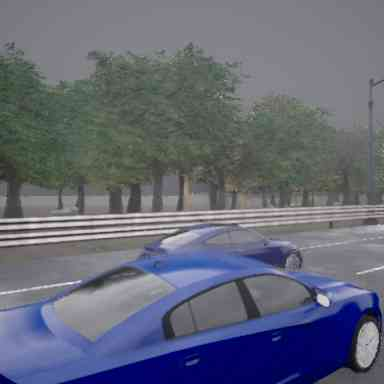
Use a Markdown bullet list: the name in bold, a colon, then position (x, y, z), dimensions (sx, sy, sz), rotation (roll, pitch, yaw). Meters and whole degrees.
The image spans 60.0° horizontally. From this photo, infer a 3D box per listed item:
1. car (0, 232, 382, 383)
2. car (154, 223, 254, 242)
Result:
- **car**: position (0.338, 1.480, 3.956), dimensions (5.008, 1.535, 1.882), rotation (0, 0, -35)
- **car**: position (0.865, 1.533, 8.604), dimensions (4.674, 1.442, 1.812), rotation (0, 0, -35)
